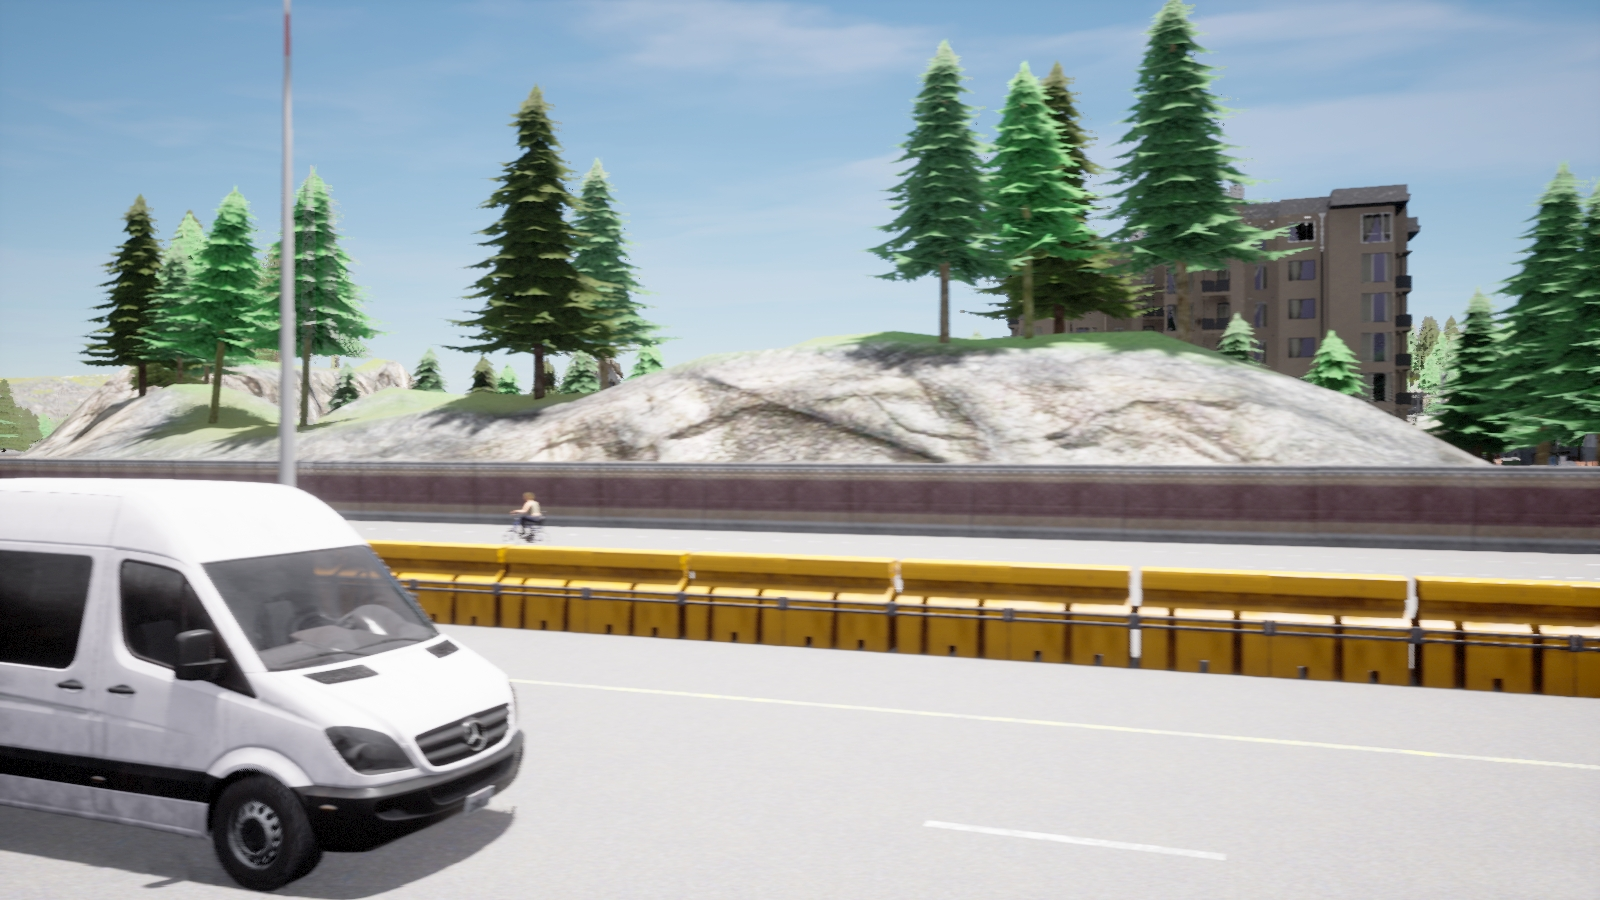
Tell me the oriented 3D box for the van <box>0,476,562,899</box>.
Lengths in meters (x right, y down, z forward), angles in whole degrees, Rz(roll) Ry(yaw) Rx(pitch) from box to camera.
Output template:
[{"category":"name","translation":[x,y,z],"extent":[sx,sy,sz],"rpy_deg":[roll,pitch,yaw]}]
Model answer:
[{"category":"van","translation":[-4.942,1.529,8.814],"extent":[5.915,2.561,1.988],"rpy_deg":[0,0,20]}]
